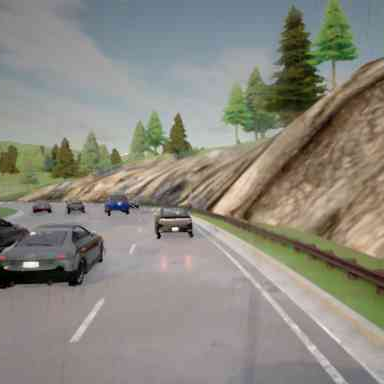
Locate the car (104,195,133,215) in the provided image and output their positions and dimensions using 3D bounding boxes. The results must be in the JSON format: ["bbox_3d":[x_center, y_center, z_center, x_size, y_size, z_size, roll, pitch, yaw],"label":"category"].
[{"bbox_3d":[-8.210,1.316,35.915,2.150,2.045,5.566,0,0,-20],"label":"car"}]

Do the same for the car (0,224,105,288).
[{"bbox_3d":[-3.778,1.608,9.494,1.994,1.385,4.181,-1,0,-4],"label":"car"}]

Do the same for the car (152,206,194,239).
[{"bbox_3d":[-1.035,1.503,17.715,2.128,1.511,4.902,-1,0,-6],"label":"car"}]

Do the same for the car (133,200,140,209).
[{"bbox_3d":[-8.911,1.703,46.437,1.895,1.301,4.718,-1,0,-28],"label":"car"}]

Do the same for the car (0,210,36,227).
[{"bbox_3d":[-7.471,1.612,11.962,1.812,1.442,4.674,0,0,-5],"label":"car"}]

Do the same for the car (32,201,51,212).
[{"bbox_3d":[-18.800,1.782,41.563,1.994,1.385,4.181,0,0,-28],"label":"car"}]

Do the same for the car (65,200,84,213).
[{"bbox_3d":[-14.022,1.654,39.723,2.128,1.511,4.902,0,0,-24],"label":"car"}]
